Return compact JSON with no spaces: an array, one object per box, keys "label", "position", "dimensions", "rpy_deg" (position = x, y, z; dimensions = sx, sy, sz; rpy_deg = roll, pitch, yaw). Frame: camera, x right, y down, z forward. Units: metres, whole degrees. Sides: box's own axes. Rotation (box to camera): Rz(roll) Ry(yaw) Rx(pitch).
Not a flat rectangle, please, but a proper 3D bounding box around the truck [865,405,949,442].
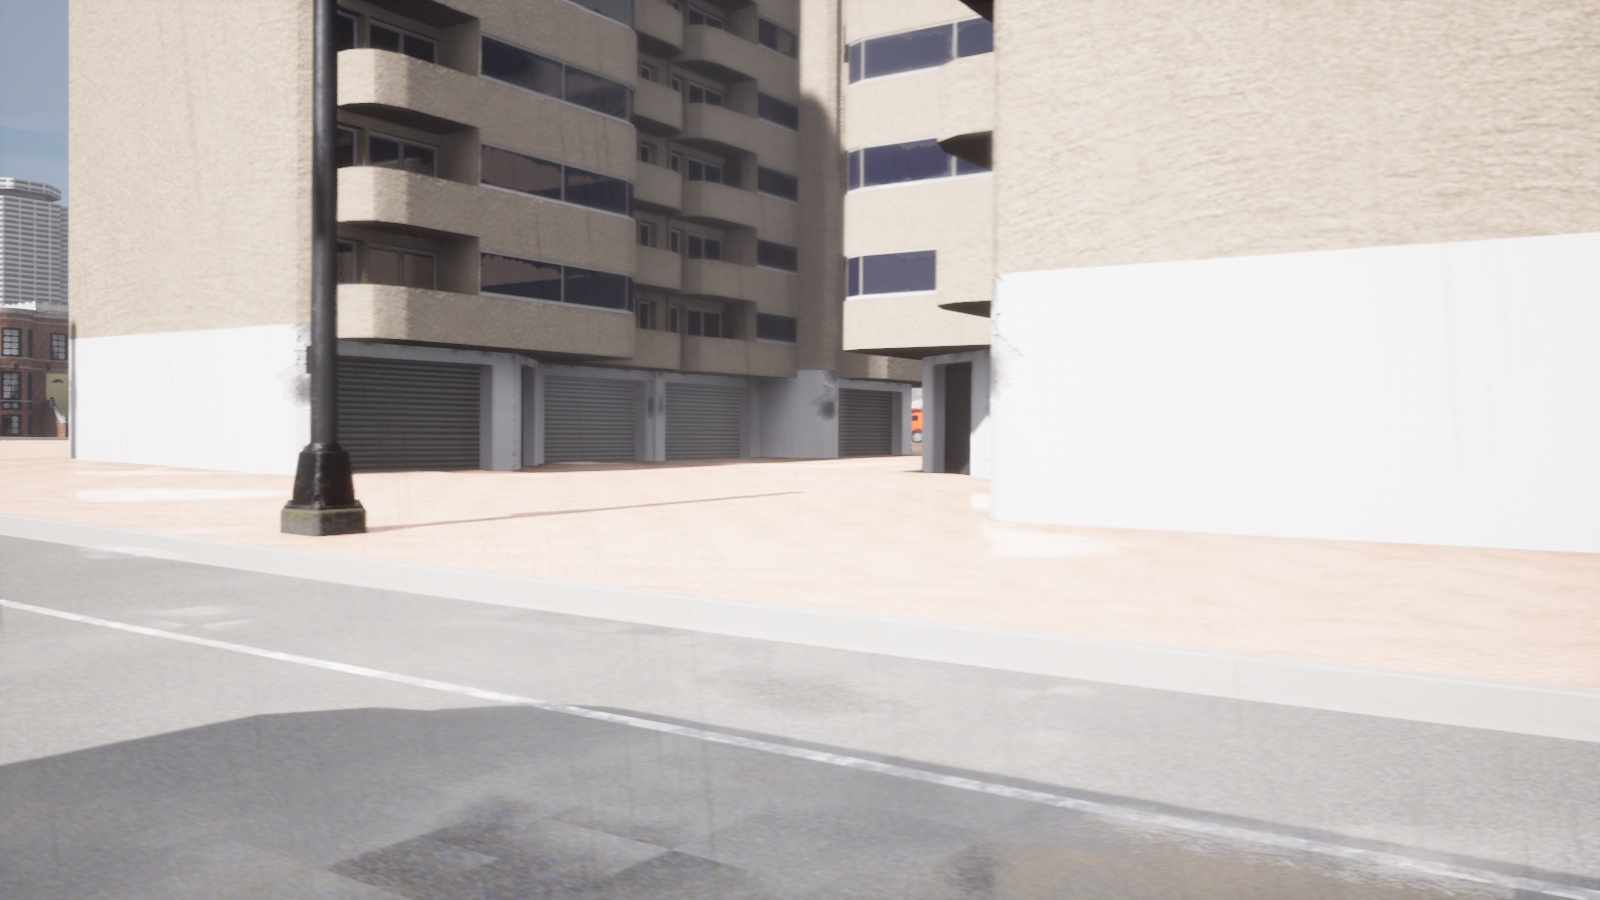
[{"label":"truck","position":[7.422,-1.790,87.089],"dimensions":[5.204,2.467,2.627],"rpy_deg":[0,1,35]}]
